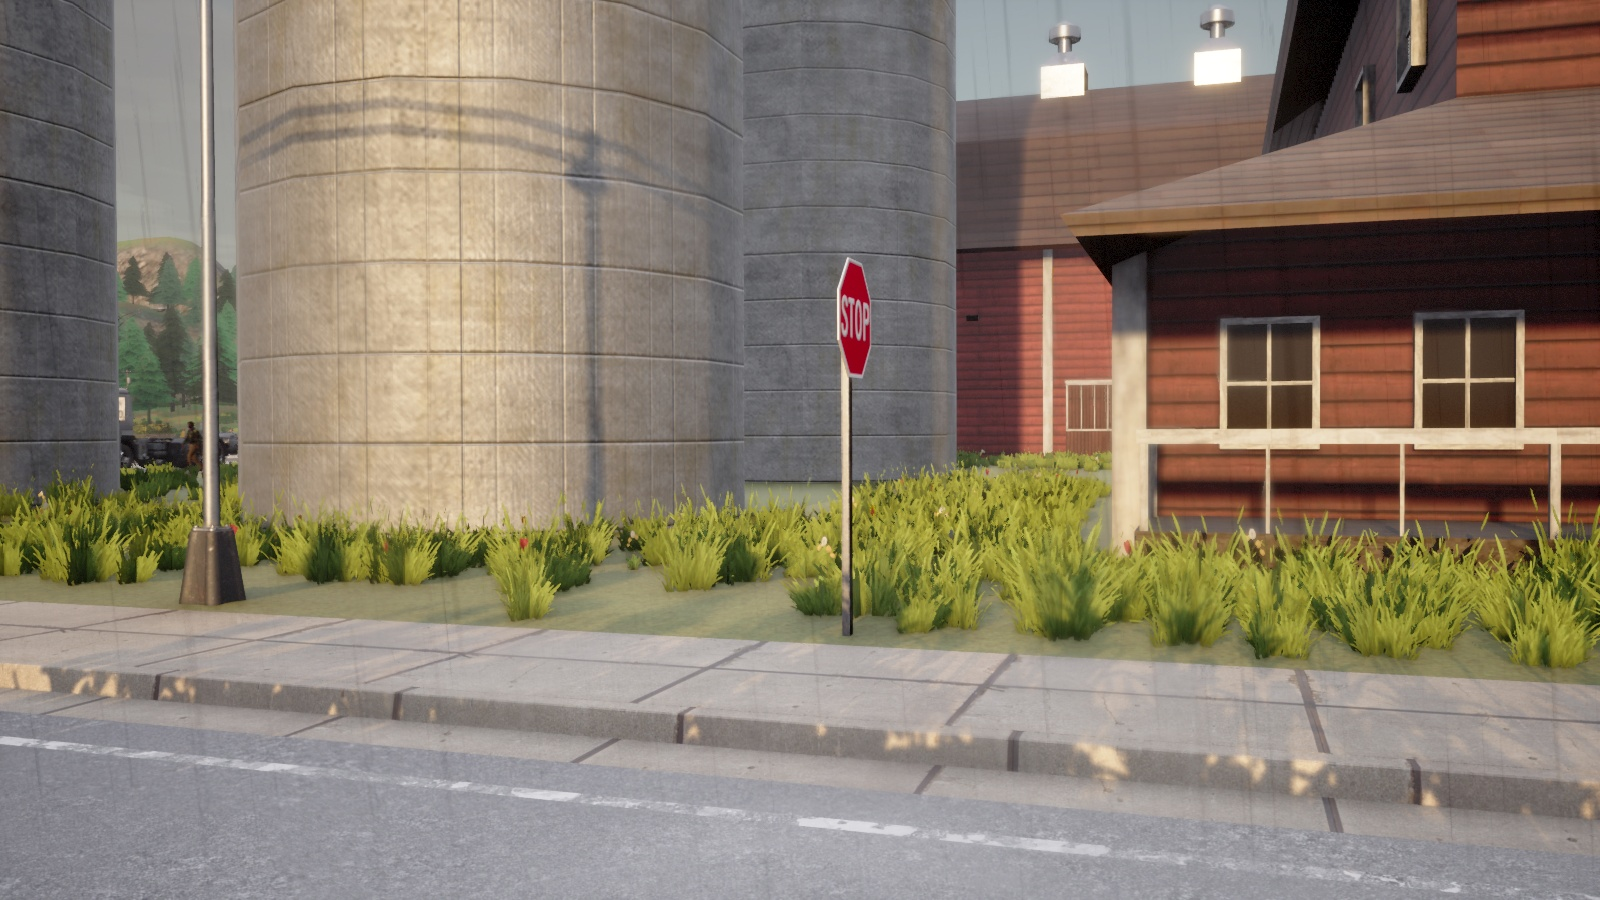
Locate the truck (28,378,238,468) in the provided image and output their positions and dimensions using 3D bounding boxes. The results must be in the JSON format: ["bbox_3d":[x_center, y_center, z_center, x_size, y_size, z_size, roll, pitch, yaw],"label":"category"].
[{"bbox_3d":[-27.486,-1.096,52.298,2.891,3.462,7.936,1,1,18],"label":"truck"}]

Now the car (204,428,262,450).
[{"bbox_3d":[-40.233,-0.806,89.222,2.007,1.525,4.514,0,1,1],"label":"car"}]

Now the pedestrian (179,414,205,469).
[{"bbox_3d":[-21.345,-0.304,44.086,0.395,1.930,0.692,1,1,30],"label":"pedestrian"}]
